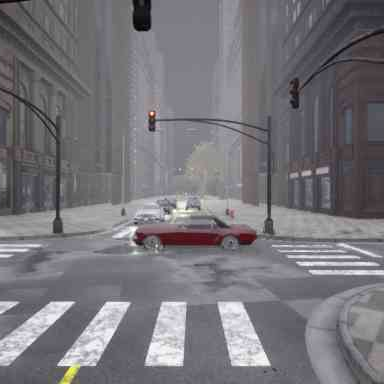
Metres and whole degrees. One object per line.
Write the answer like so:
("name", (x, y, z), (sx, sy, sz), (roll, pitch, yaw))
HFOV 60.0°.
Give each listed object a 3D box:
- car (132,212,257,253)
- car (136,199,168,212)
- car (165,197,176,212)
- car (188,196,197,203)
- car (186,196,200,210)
("car", (0.064, 1.603, 13.201), (4.718, 1.301, 1.895), (0, 0, 0))
("car", (-3.070, 1.526, 24.549), (1.812, 1.442, 4.674), (0, 0, 0))
("car", (-3.059, 1.552, 34.959), (2.033, 1.411, 5.357), (0, 0, 0))
("car", (0.184, 1.573, 69.813), (1.812, 1.442, 4.674), (0, 0, 0))
("car", (0.154, 1.560, 43.297), (2.033, 1.411, 5.357), (0, 0, 0))
